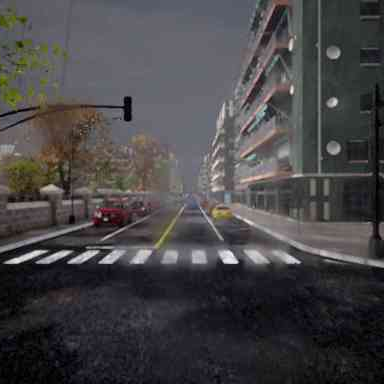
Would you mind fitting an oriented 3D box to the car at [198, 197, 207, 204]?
[{"bbox_3d":[2.683,2.179,85.345,1.967,1.590,4.097,0,-1,0],"label":"car"}]

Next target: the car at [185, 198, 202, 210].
[{"bbox_3d":[0.002,1.967,49.770,2.033,1.411,5.357,0,-1,0],"label":"car"}]

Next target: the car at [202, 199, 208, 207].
[{"bbox_3d":[2.686,1.895,41.065,2.008,1.369,4.403,0,0,0],"label":"car"}]

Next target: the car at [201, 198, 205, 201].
[{"bbox_3d":[2.685,2.083,63.205,1.887,1.381,4.507,0,-1,0],"label":"car"}]

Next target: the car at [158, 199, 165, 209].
[{"bbox_3d":[-5.695,2.022,52.133,1.802,1.307,4.206,0,0,0],"label":"car"}]

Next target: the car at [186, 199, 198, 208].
[{"bbox_3d":[0.000,2.075,60.180,1.994,1.385,4.181,0,-1,0],"label":"car"}]

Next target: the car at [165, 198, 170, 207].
[{"bbox_3d":[-5.695,2.120,63.204,1.802,1.307,4.206,0,-1,0],"label":"car"}]

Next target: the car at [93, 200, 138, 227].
[{"bbox_3d":[-5.694,1.516,24.461,2.192,1.841,5.009,0,0,0],"label":"car"}]

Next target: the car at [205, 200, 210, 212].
[{"bbox_3d":[2.686,1.841,35.530,1.887,1.381,4.507,0,0,0],"label":"car"}]

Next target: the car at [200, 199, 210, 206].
[{"bbox_3d":[2.685,2.132,68.740,1.887,1.381,4.507,0,-1,0],"label":"car"}]

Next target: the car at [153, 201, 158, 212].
[{"bbox_3d":[-5.694,1.889,41.064,1.887,1.381,4.507,0,0,0],"label":"car"}]

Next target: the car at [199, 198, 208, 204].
[{"bbox_3d":[2.684,2.254,79.810,1.947,1.339,4.313,0,-1,0],"label":"car"}]

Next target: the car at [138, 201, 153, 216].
[{"bbox_3d":[-5.695,1.736,35.530,1.967,1.590,4.097,0,0,0],"label":"car"}]

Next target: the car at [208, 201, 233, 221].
[{"bbox_3d":[2.686,1.775,30.165,1.752,1.417,4.829,0,0,0],"label":"car"}]

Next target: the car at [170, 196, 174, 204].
[{"bbox_3d":[-5.696,2.161,74.104,1.752,1.417,4.829,0,-1,0],"label":"car"}]

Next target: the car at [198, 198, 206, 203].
[{"bbox_3d":[2.684,2.355,90.879,1.947,1.339,4.313,0,-1,0],"label":"car"}]
